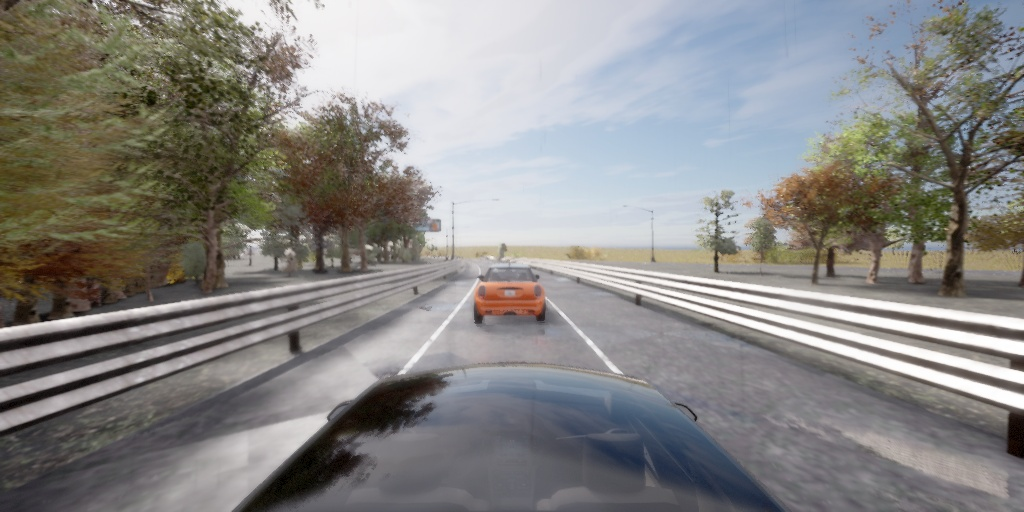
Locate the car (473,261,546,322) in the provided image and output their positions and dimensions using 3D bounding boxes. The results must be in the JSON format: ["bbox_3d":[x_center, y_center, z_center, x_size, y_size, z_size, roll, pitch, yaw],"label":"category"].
[{"bbox_3d":[-0.103,1.034,12.081,2.097,1.767,4.553,0,0,-1],"label":"car"}]
